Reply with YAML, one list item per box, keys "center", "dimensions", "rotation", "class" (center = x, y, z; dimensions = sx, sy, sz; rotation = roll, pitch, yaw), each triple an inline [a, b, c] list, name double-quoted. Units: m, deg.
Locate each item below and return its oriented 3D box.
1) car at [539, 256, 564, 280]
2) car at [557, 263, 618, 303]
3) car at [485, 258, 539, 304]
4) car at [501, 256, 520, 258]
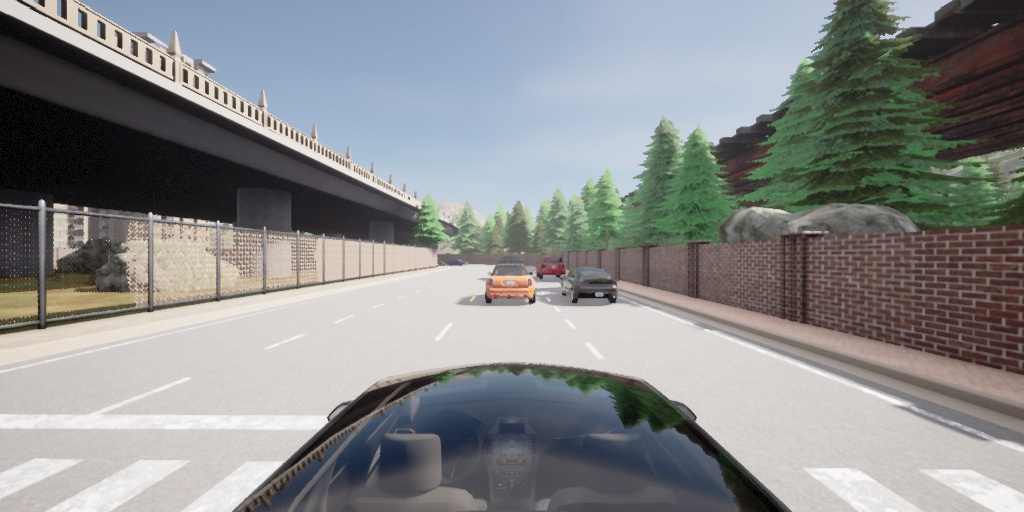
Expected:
- center: [3.341, 1.005, 31.559]
  dimensions: [2.150, 2.045, 5.566]
  rotation: [0, 0, 0]
  class: "car"
- center: [3.424, 1.264, 16.529]
  dimensions: [1.837, 1.490, 4.892]
  rotation: [0, 0, 0]
  class: "car"
- center: [-0.075, 1.113, 16.480]
  dimensions: [2.097, 1.767, 4.553]
  rotation: [0, 0, 0]
  class: "car"
- center: [-0.159, 1.005, 31.540]
  dimensions: [2.150, 2.045, 5.566]
  rotation: [0, 0, 0]
  class: "car"
